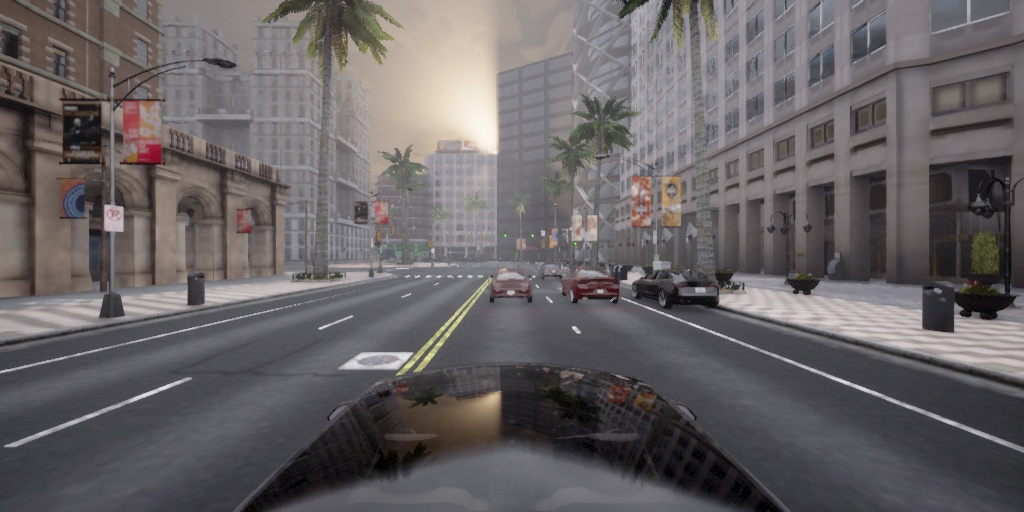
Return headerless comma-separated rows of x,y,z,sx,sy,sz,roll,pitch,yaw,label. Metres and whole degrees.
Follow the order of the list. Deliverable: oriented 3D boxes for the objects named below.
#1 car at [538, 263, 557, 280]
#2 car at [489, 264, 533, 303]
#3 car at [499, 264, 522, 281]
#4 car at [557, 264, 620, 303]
3.363,1.311,31.501,2.033,1.411,5.357,0,0,0,car
-0.054,1.280,16.481,1.812,1.442,4.674,0,0,0,car
-0.137,1.364,31.511,1.895,1.301,4.718,0,0,0,car
3.446,1.232,16.501,1.882,1.535,5.008,0,0,0,car
